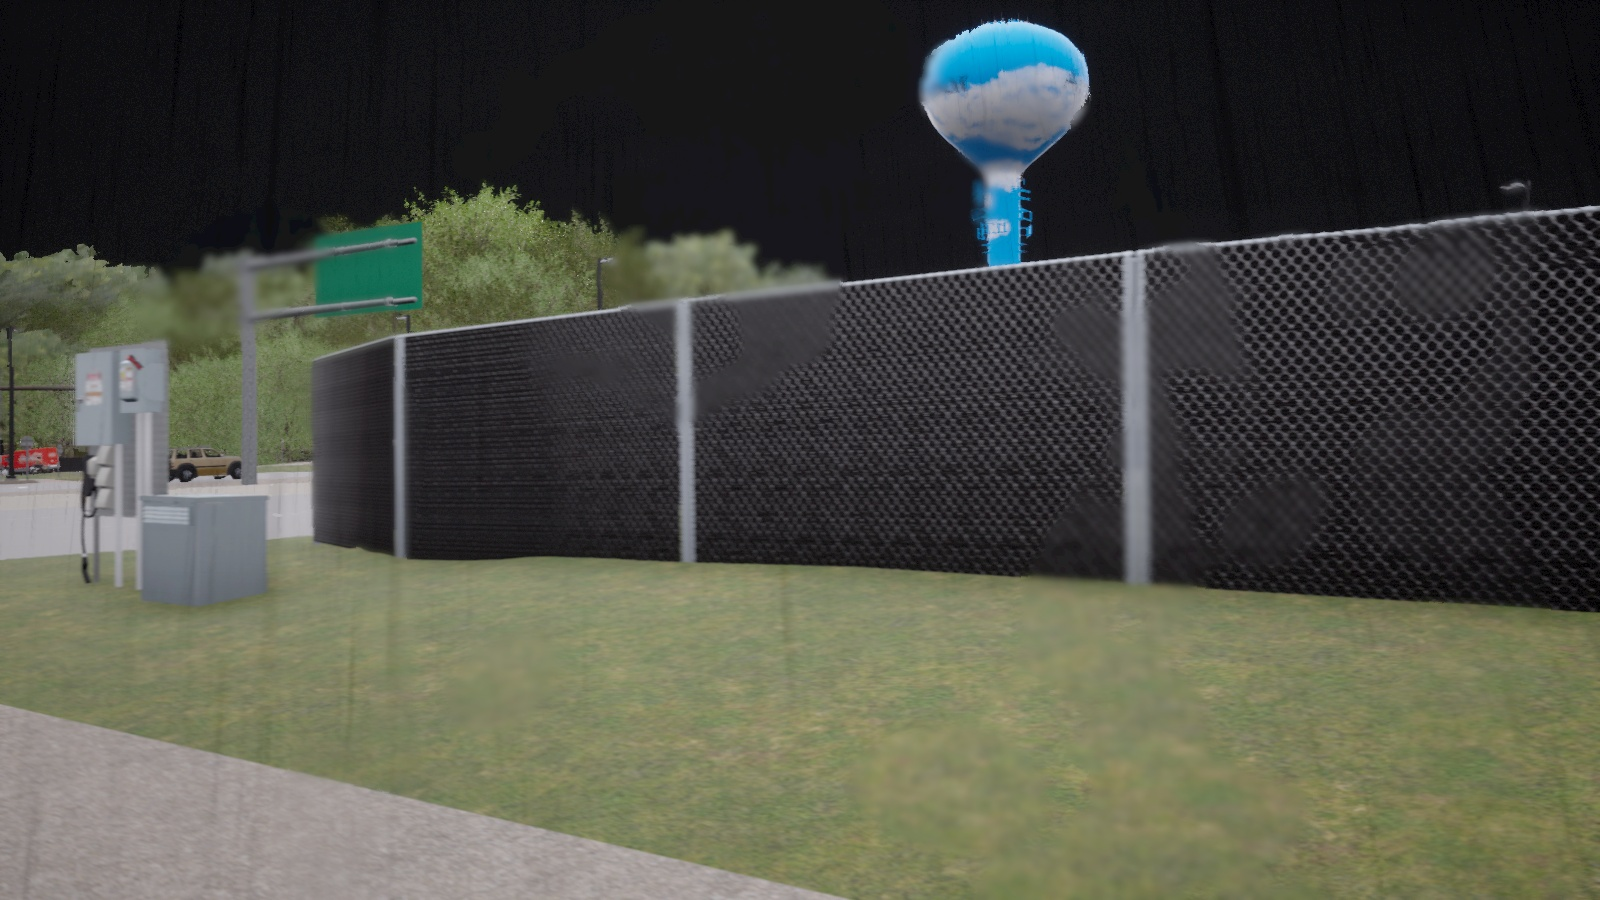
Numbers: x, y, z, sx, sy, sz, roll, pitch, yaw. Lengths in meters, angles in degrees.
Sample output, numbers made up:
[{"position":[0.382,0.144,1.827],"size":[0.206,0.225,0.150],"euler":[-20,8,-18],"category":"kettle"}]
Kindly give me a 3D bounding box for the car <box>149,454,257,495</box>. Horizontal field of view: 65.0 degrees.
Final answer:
[{"position":[-30.849,1.249,65.016],"size":[1.932,1.855,4.605],"euler":[-1,2,33],"category":"car"}]
